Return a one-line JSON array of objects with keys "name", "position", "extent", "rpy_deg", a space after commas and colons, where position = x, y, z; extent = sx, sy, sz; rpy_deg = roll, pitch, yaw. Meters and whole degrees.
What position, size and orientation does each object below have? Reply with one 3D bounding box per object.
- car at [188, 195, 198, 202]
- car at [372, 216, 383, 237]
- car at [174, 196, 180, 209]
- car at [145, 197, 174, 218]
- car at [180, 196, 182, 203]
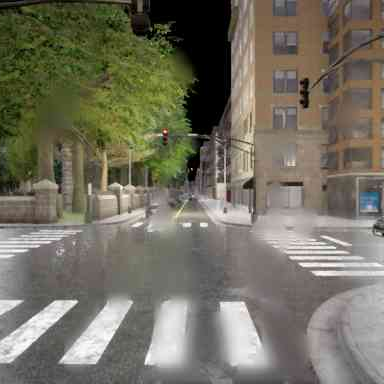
[{"name": "car", "position": [0.205, 1.425, 70.737], "extent": [1.812, 1.442, 4.674], "rpy_deg": [0, 0, 0]}, {"name": "car", "position": [11.004, 1.366, 15.548], "extent": [4.553, 1.767, 2.097], "rpy_deg": [0, 0, 0]}, {"name": "car", "position": [-2.996, 1.554, 44.038], "extent": [1.895, 1.301, 4.718], "rpy_deg": [0, 0, 0]}, {"name": "car", "position": [-3.016, 1.470, 29.780], "extent": [2.128, 1.511, 4.902], "rpy_deg": [0, 0, 0]}, {"name": "car", "position": [-2.848, 1.463, 64.956], "extent": [2.033, 1.411, 5.357], "rpy_deg": [0, 0, 0]}]
